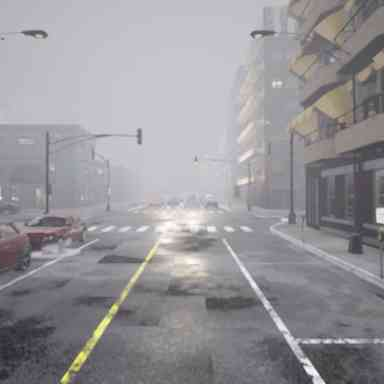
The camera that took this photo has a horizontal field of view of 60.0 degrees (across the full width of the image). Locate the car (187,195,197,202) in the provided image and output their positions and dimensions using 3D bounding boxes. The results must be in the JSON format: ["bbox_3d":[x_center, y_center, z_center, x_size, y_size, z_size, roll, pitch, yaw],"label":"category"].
[{"bbox_3d":[0.013,1.391,76.035,2.097,1.767,4.553,0,0,0],"label":"car"}]

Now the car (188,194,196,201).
[{"bbox_3d":[0.013,1.397,86.073,2.128,1.511,4.902,0,0,0],"label":"car"}]

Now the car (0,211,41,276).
[{"bbox_3d":[-5.643,1.451,7.999,1.967,1.590,4.097,1,0,0],"label":"car"}]

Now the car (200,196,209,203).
[{"bbox_3d":[2.714,1.569,74.236,1.752,1.417,4.829,1,0,0],"label":"car"}]

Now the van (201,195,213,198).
[{"bbox_3d":[2.713,1.383,51.743,1.690,1.788,3.998,1,0,0],"label":"van"}]

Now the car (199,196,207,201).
[{"bbox_3d":[2.716,1.606,85.228,1.947,1.339,4.313,1,0,0],"label":"car"}]

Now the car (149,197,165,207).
[{"bbox_3d":[-5.671,1.624,51.709,1.802,1.307,4.206,1,0,0],"label":"car"}]

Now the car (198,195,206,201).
[{"bbox_3d":[2.717,1.603,90.809,1.947,1.339,4.313,1,0,0],"label":"car"}]

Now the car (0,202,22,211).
[{"bbox_3d":[-19.712,1.735,33.961,4.403,1.369,2.008,0,-1,1],"label":"car"}]

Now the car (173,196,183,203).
[{"bbox_3d":[-2.989,1.597,71.218,1.994,1.385,4.181,0,0,0],"label":"car"}]

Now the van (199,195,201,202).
[{"bbox_3d":[2.715,1.386,62.905,1.690,1.788,3.998,1,0,0],"label":"van"}]

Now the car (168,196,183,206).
[{"bbox_3d":[-3.044,1.521,56.186,1.882,1.535,5.008,0,0,0],"label":"car"}]

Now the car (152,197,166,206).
[{"bbox_3d":[-5.669,1.588,57.290,1.887,1.381,4.507,1,0,0],"label":"car"}]

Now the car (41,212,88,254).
[{"bbox_3d":[-5.644,1.562,13.645,1.887,1.381,4.507,1,0,0],"label":"car"}]

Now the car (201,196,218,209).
[{"bbox_3d":[2.710,1.592,46.163,2.008,1.369,4.403,1,0,0],"label":"car"}]
